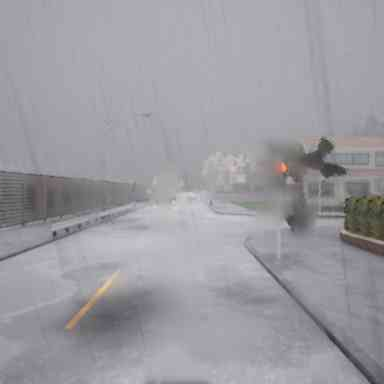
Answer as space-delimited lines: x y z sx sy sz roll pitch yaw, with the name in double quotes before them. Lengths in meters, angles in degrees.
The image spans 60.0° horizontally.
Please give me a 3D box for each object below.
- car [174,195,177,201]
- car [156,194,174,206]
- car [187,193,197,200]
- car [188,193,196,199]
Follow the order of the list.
"car" -4.010 1.091 64.562 1.994 1.385 4.181 0 0 0
"car" -4.074 1.128 47.803 1.882 1.535 5.008 0 1 0
"car" 0.008 0.997 71.215 1.812 1.442 4.674 0 0 0
"car" 0.009 0.839 81.218 1.994 1.385 4.181 0 0 0
